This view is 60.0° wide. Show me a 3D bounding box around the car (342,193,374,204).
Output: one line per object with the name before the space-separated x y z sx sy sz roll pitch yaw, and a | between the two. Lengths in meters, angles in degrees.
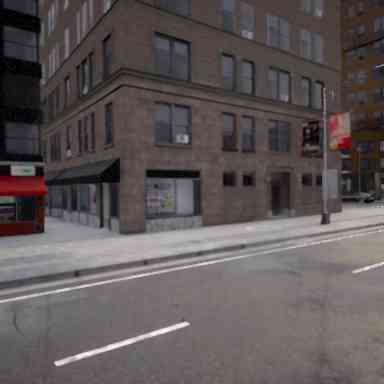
car | 20.410 0.747 41.664 1.947 1.339 4.313 -1 1 -36
